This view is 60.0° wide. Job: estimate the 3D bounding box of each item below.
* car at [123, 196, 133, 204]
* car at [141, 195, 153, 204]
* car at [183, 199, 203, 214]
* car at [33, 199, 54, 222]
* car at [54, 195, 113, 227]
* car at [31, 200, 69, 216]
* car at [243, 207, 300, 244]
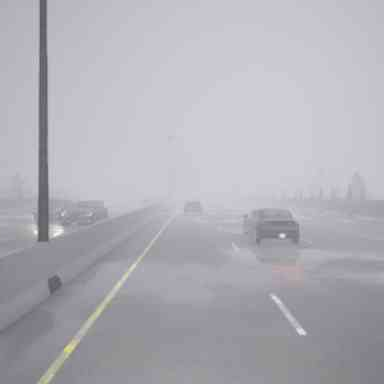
[{"bbox_3d":[-13.030,1.580,67.383,2.033,1.411,5.357,0,0,-13],"label":"car"},{"bbox_3d":[-8.655,1.376,63.471,2.097,1.767,4.553,0,0,-9],"label":"car"},{"bbox_3d":[0.099,1.463,34.512,2.128,1.511,4.902,0,0,0],"label":"car"},{"bbox_3d":[-10.597,1.322,26.215,2.097,1.767,4.553,0,0,0],"label":"car"},{"bbox_3d":[-7.098,1.322,22.347,2.097,1.767,4.553,0,0,0],"label":"car"},{"bbox_3d":[-14.094,1.534,33.237,1.994,1.385,4.181,0,0,0],"label":"car"},{"bbox_3d":[3.600,1.481,15.671,1.837,1.490,4.892,0,0,0],"label":"car"}]
